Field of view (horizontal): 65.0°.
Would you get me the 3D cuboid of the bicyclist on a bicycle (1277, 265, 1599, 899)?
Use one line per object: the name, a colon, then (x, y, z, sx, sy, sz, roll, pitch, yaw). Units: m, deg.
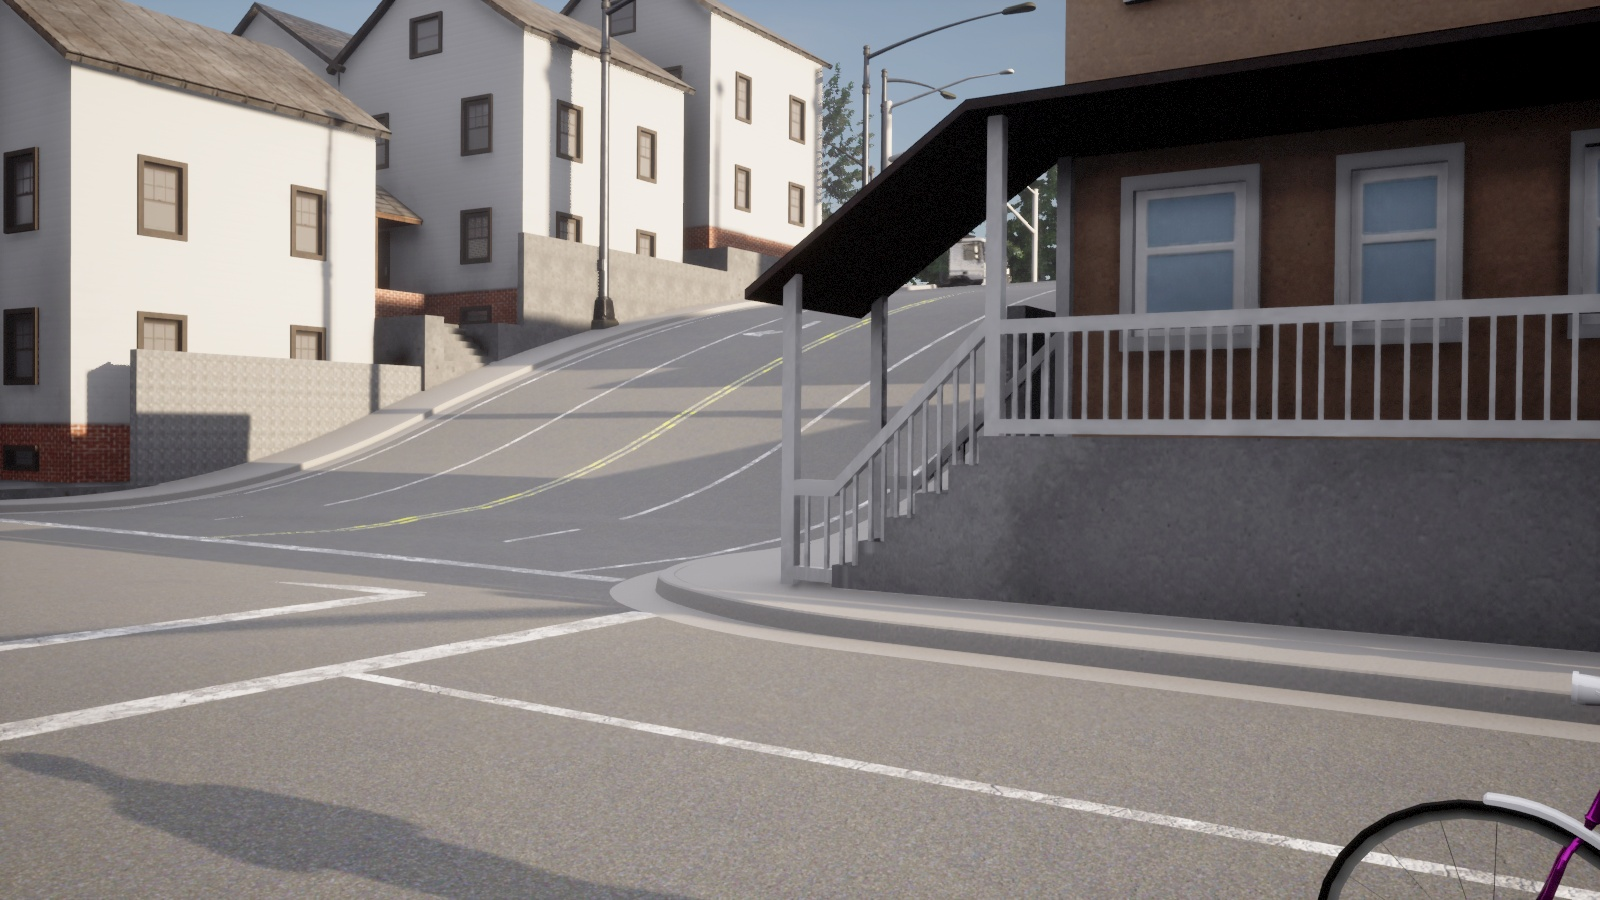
bicyclist on a bicycle: (1.928, 0.552, 2.340, 1.843, 1.776, 0.659, 0, 1, 34)

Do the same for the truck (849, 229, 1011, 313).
truck: (6.713, -9.205, 65.438, 7.936, 3.462, 2.891, 0, 1, 33)
